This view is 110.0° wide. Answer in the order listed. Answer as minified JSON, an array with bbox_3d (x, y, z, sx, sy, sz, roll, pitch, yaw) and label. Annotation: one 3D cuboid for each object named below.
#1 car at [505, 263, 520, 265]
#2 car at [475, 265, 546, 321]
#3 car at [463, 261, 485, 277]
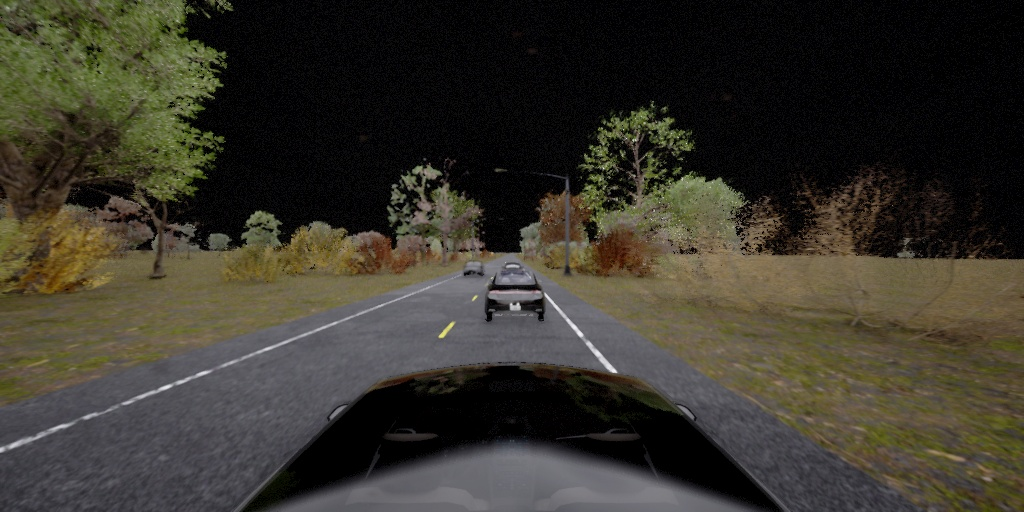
[{"bbox_3d":[0.056,1.275,30.425,1.812,1.442,4.674,0,0,0],"label":"car"},{"bbox_3d":[0.085,1.244,12.512,2.128,1.511,4.902,0,0,0],"label":"car"},{"bbox_3d":[-3.645,1.250,35.021,1.837,1.490,4.892,0,0,0],"label":"car"}]
